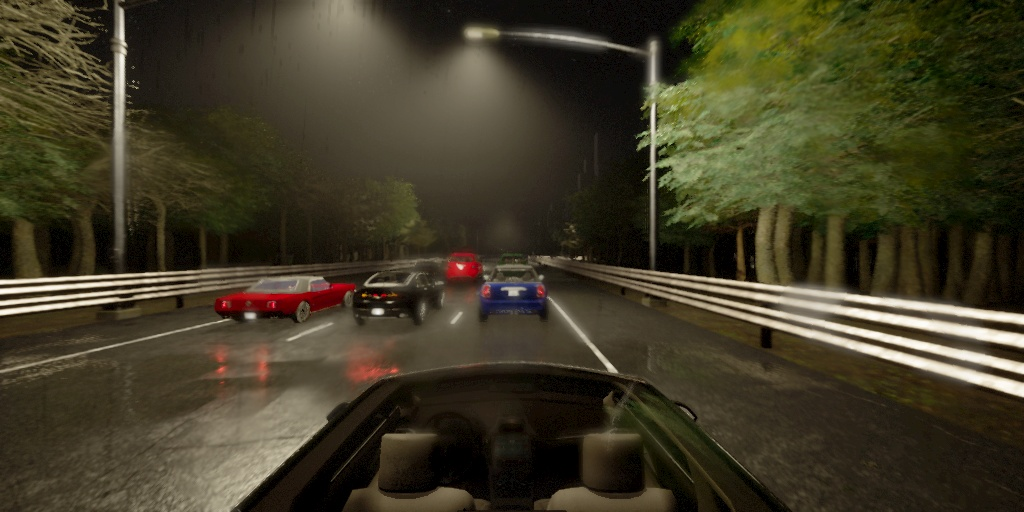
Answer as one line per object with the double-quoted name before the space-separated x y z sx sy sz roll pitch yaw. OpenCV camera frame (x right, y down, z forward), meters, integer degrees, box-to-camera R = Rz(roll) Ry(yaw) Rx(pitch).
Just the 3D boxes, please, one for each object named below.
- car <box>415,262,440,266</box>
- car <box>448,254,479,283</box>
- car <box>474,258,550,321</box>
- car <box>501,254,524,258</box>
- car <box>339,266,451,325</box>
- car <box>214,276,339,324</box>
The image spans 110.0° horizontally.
"car" -6.929 1.168 29.170 1.812 1.442 4.674 0 0 0
"car" -3.438 0.875 27.063 2.150 2.045 5.566 0 1 0
"car" 0.066 1.064 12.344 2.097 1.767 4.553 0 0 0
"car" 0.062 0.875 27.073 2.150 2.045 5.566 0 1 0
"car" -3.438 1.217 11.666 1.837 1.490 4.892 0 -1 0
"car" -6.938 1.316 11.771 1.895 1.301 4.718 0 0 0
